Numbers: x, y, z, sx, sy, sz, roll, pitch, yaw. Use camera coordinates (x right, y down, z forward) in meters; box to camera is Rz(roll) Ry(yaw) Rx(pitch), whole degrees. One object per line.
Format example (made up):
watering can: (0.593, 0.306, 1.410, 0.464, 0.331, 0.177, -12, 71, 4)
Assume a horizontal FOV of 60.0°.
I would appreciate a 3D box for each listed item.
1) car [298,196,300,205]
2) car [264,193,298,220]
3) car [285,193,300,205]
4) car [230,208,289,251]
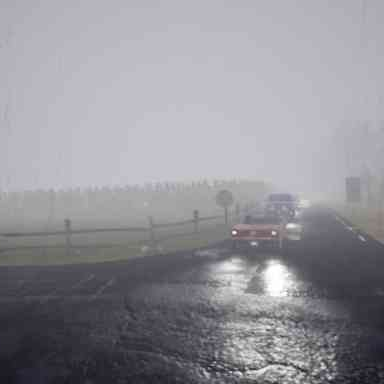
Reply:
car: (10.903, 1.191, 38.036, 2.097, 1.767, 4.553, -1, 0, 19)
car: (7.137, 1.121, 26.801, 2.150, 2.045, 5.566, -1, -1, 19)
car: (16.279, 1.121, 53.820, 2.097, 1.767, 4.553, -1, 0, 19)
car: (2.942, 1.565, 14.233, 1.895, 1.301, 4.718, -1, 0, 19)
